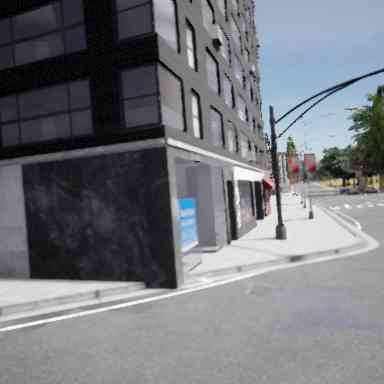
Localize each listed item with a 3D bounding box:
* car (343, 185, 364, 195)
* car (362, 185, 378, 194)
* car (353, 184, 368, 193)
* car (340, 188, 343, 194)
[{"bbox_3d":[32.986,-0.078,68.161,2.033,1.411,5.357,-5,-1,17],"label":"car"},{"bbox_3d":[36.200,-0.318,67.590,1.994,1.385,4.181,-5,-1,17],"label":"car"},{"bbox_3d":[39.063,-0.760,77.178,2.097,1.767,4.553,-5,-1,17],"label":"car"},{"bbox_3d":[35.979,-0.390,78.142,1.882,1.535,5.008,-5,-1,17],"label":"car"}]
